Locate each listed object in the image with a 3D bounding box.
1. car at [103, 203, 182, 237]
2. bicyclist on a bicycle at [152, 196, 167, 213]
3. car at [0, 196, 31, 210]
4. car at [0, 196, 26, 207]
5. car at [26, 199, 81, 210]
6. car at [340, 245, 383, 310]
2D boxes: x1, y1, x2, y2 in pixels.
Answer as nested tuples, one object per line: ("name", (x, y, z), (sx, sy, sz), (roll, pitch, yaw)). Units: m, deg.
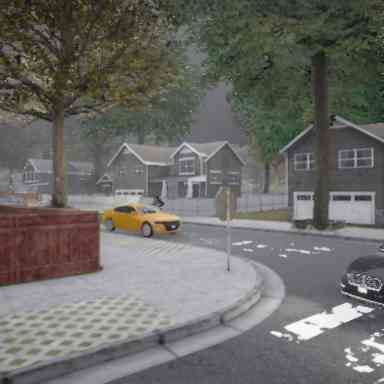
("car", (-2.689, 1.345, 17.384), (5.008, 1.535, 1.882), (1, 1, 43))
("bicyclist on a bicycle", (-2.518, 1.112, 25.219), (0.582, 1.620, 1.656), (0, 1, 43))
("car", (-20.577, 1.163, 38.008), (5.357, 1.411, 2.033), (1, 1, 43))
("car", (-17.009, 1.266, 30.684), (4.181, 1.385, 1.994), (1, 1, 42))
("car", (-9.704, 1.284, 23.896), (4.902, 1.511, 2.128), (1, 1, 43))
("car", (5.329, 1.484, 6.756), (4.892, 1.490, 1.837), (0, -3, -19))
